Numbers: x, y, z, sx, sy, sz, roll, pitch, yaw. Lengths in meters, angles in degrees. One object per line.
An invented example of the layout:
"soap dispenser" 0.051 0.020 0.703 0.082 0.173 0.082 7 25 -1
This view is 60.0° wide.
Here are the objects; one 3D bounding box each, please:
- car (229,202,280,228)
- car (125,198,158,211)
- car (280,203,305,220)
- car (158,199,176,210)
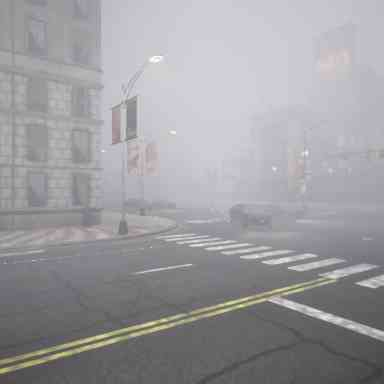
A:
"car" 3.858 1.478 22.309 1.882 1.535 5.008 1 0 -8
"car" -6.491 1.504 40.563 1.837 1.490 4.892 0 0 -36
"car" 7.234 1.564 27.842 1.994 1.385 4.181 0 0 -39
"car" -3.810 1.563 42.828 1.994 1.385 4.181 0 0 -36
